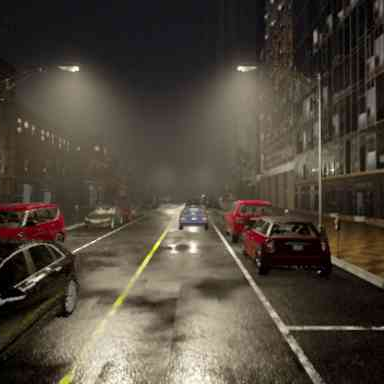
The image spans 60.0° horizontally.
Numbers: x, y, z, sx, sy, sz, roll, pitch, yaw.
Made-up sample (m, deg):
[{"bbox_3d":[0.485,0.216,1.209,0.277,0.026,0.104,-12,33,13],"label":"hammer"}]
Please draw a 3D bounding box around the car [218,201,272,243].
[{"bbox_3d":[2.711,1.339,16.073,2.192,1.841,5.009,1,0,0],"label":"car"}]

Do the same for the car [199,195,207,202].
[{"bbox_3d":[2.701,1.576,83.801,1.967,1.590,4.097,1,0,0],"label":"car"}]

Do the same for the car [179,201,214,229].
[{"bbox_3d":[0.109,1.580,21.712,2.033,1.411,5.357,0,0,0],"label":"car"}]

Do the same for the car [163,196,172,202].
[{"bbox_3d":[-5.649,1.651,78.045,1.752,1.417,4.829,1,0,0],"label":"car"}]

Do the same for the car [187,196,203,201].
[{"bbox_3d":[0.115,1.570,42.293,1.837,1.490,4.892,0,0,0],"label":"car"}]

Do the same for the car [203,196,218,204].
[{"bbox_3d":[2.718,1.635,44.292,1.947,1.339,4.313,1,0,0],"label":"car"}]

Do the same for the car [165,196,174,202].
[{"bbox_3d":[-5.648,1.718,83.859,1.802,1.307,4.206,1,0,0],"label":"car"}]

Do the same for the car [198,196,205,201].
[{"bbox_3d":[2.704,1.723,95.089,1.947,1.339,4.313,1,0,0],"label":"car"}]

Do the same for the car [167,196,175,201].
[{"bbox_3d":[-5.645,1.691,89.503,1.887,1.381,4.507,1,0,0],"label":"car"}]

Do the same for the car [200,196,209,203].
[{"bbox_3d":[2.695,1.682,72.513,1.947,1.339,4.313,1,0,0],"label":"car"}]

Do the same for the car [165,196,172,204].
[{"bbox_3d":[-5.654,1.672,66.927,1.947,1.339,4.313,1,0,0],"label":"car"}]

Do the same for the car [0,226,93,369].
[{"bbox_3d":[-3.098,1.512,4.657,1.837,1.490,4.892,0,0,0],"label":"car"}]

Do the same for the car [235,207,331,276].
[{"bbox_3d":[2.708,1.456,10.429,1.967,1.590,4.097,1,0,0],"label":"car"}]

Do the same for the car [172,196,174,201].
[{"bbox_3d":[-5.650,1.556,72.572,1.967,1.590,4.097,1,0,0],"label":"car"}]

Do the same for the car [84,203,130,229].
[{"bbox_3d":[-5.670,1.584,21.775,2.008,1.369,4.403,1,0,0],"label":"car"}]

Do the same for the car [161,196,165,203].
[{"bbox_3d":[-5.660,1.644,49.995,1.947,1.339,4.313,1,0,0],"label":"car"}]

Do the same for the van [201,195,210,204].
[{"bbox_3d":[2.700,1.447,66.869,1.690,1.788,3.998,1,0,0],"label":"van"}]

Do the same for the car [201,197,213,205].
[{"bbox_3d":[2.708,1.648,61.224,2.008,1.369,4.403,1,0,0],"label":"car"}]

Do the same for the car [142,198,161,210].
[{"bbox_3d":[-5.660,1.509,44.351,1.967,1.590,4.097,1,0,0],"label":"car"}]

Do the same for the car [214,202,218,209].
[{"bbox_3d":[2.710,1.598,21.716,1.947,1.339,4.313,1,0,0],"label":"car"}]

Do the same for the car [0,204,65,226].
[{"bbox_3d":[-5.670,1.331,10.488,2.192,1.841,5.009,1,0,0],"label":"car"}]

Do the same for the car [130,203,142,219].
[{"bbox_3d":[-5.668,1.586,27.419,1.887,1.381,4.507,1,0,0],"label":"car"}]
